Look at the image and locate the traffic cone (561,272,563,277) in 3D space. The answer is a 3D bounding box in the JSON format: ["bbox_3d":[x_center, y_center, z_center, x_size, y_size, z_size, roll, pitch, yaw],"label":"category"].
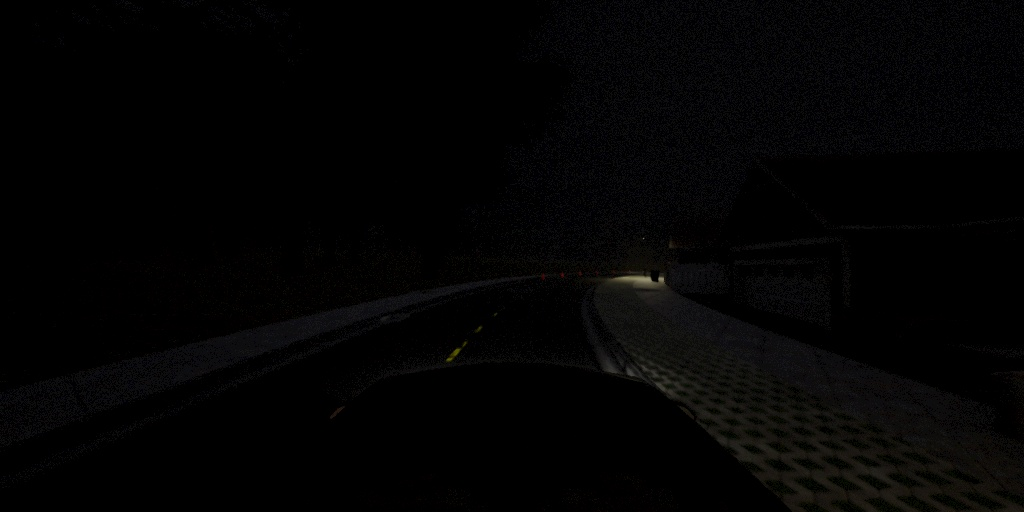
[{"bbox_3d":[5.081,1.844,36.329,0.340,0.580,0.340,0,0,29],"label":"traffic cone"}]

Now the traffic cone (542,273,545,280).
[{"bbox_3d":[2.765,1.780,31.703,0.340,0.580,0.340,0,0,25],"label":"traffic cone"}]

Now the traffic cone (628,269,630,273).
[{"bbox_3d":[17.290,2.242,52.843,0.340,0.580,0.340,0,0,42],"label":"traffic cone"}]

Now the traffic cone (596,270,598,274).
[{"bbox_3d":[10.656,2.015,45.036,0.340,0.580,0.340,0,0,37],"label":"traffic cone"}]

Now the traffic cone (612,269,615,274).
[{"bbox_3d":[13.888,2.121,49.074,0.340,0.580,0.340,0,0,41],"label":"traffic cone"}]

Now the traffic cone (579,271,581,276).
[{"bbox_3d":[7.715,1.922,40.780,0.340,0.580,0.340,0,0,33],"label":"traffic cone"}]

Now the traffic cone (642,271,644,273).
[{"bbox_3d":[20.666,2.370,56.529,0.340,0.580,0.340,0,0,42],"label":"traffic cone"}]

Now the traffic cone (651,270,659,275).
[{"bbox_3d":[24.042,2.505,60.215,0.340,0.580,0.340,0,0,42],"label":"traffic cone"}]
